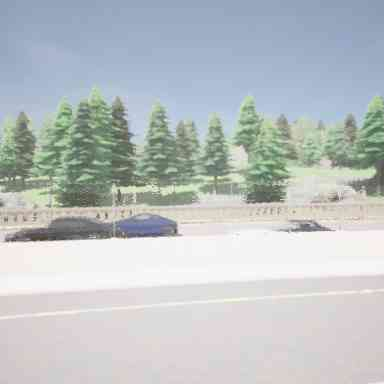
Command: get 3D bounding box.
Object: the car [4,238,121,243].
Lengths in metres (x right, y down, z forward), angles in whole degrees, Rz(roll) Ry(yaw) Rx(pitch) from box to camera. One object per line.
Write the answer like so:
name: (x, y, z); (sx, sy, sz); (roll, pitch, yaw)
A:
car: (-5.704, 1.838, 14.806); (4.674, 1.442, 1.812); (-1, -1, -12)

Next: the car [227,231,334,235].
car: (3.667, 1.734, 12.949); (4.718, 1.301, 1.895); (-1, -1, -7)
